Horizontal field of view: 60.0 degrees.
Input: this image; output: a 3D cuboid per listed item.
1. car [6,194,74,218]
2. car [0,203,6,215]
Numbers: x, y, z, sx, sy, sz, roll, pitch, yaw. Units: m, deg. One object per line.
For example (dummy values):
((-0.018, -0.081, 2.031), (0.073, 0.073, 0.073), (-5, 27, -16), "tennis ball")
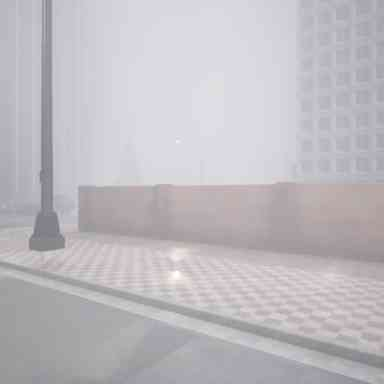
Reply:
((-13.801, 1.214, 31.167), (2.150, 2.045, 5.566), (0, 1, 35), "car")
((-16.947, 1.352, 32.775), (2.097, 1.767, 4.553), (0, 0, 35), "car")
